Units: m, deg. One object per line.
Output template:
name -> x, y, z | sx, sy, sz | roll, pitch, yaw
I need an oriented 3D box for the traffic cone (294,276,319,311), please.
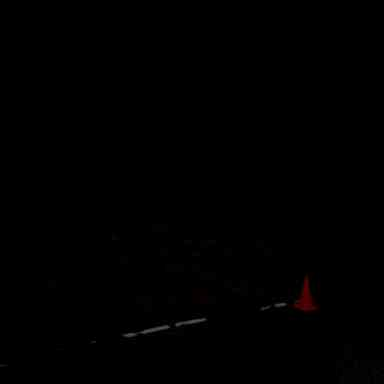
traffic cone -> 2.195, 1.921, 6.390 | 0.340, 0.580, 0.340 | 0, 0, -23
